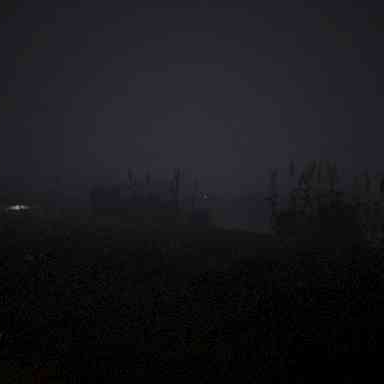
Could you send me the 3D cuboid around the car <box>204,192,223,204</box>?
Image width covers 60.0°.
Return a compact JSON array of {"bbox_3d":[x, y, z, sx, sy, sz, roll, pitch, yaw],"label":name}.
[{"bbox_3d":[2.660,0.820,50.360,2.097,1.767,4.553,0,-2,44],"label":"car"}]
